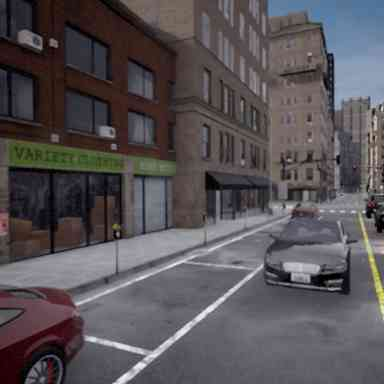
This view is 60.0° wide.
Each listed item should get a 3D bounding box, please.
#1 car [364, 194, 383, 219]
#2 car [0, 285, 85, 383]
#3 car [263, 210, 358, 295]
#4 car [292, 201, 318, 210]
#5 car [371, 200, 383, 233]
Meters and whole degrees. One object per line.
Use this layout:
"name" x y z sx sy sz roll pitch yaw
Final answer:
"car" 15.852 1.143 27.942 2.150 2.045 5.566 0 0 26
"car" -2.742 1.588 2.706 1.802 1.307 4.206 -1 0 26
"car" 3.277 1.474 8.961 2.128 1.511 4.902 0 0 26
"car" 9.480 1.486 27.818 1.887 1.381 4.507 -1 0 26
"car" 11.458 1.424 18.812 1.882 1.535 5.008 0 0 26
